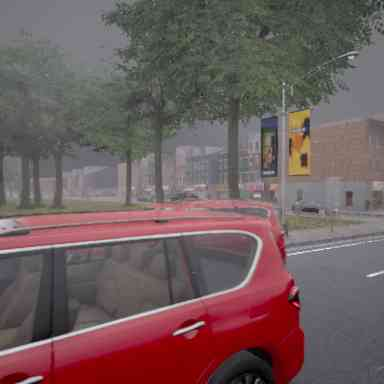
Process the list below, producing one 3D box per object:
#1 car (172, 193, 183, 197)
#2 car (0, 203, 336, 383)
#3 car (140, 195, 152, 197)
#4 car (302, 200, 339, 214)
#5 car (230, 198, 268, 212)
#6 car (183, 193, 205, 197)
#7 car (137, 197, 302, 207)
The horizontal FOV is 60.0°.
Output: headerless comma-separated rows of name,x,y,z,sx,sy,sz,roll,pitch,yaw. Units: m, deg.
car,-1.749,1.115,57.865,2.150,2.045,5.566,1,0,-35
car,-1.450,1.223,2.647,5.566,2.045,2.150,0,0,-35
car,-9.758,1.340,69.049,2.128,1.511,4.902,1,0,-36
car,12.213,1.567,33.265,2.128,1.511,4.902,1,0,-36
car,6.883,1.518,40.721,1.812,1.442,4.674,1,0,-36
car,1.161,1.273,48.743,2.097,1.767,4.553,1,0,-35
car,-0.230,1.224,7.519,5.566,2.045,2.150,0,0,-36
